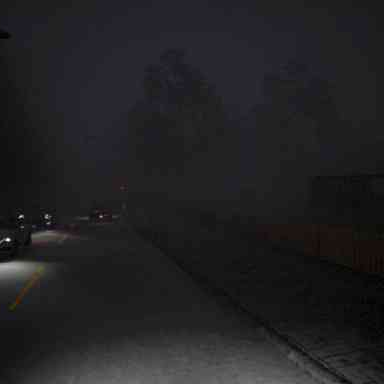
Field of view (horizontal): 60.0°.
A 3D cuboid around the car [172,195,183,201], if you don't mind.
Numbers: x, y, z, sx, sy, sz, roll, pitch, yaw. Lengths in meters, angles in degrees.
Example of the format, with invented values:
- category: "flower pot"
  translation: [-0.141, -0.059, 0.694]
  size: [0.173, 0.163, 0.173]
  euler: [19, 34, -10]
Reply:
- category: "car"
  translation: [-2.929, 1.271, 68.018]
  size: [1.994, 1.381, 4.181]
  euler: [-2, 0, -16]

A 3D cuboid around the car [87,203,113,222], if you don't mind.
- category: "car"
  translation: [-7.836, 1.693, 28.528]
  size: [1.837, 1.490, 4.892]
  euler: [-2, 0, -16]

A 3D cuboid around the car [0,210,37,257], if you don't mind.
- category: "car"
  translation: [-7.901, 1.742, 13.709]
  size: [1.812, 1.442, 4.674]
  euler: [-2, 0, -17]

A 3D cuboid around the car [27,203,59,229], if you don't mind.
- category: "car"
  translation: [-10.721, 1.637, 23.428]
  size: [2.097, 1.767, 4.553]
  euler: [-2, 0, -16]
